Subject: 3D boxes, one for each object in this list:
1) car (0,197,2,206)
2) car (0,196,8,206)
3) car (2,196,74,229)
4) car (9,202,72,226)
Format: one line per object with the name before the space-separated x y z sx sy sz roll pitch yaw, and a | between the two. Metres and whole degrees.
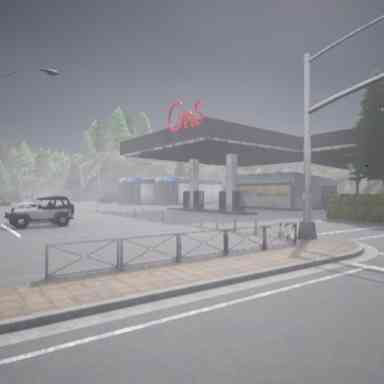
car | -30.791 1.471 51.563 5.027 1.636 2.152 0 0 -36
car | -32.662 1.479 54.082 4.514 1.523 2.007 0 0 -36
car | -9.339 1.221 20.700 3.866 1.878 1.905 0 0 -36
car | -10.780 1.505 23.758 3.806 1.475 1.970 0 0 -36
